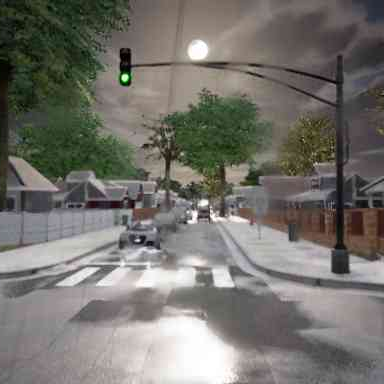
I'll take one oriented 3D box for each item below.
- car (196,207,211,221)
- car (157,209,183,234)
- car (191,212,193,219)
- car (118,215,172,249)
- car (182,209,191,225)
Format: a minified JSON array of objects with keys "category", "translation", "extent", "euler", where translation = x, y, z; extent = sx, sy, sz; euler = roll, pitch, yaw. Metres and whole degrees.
[{"category":"car","translation":[1.662,3.229,46.614],"extent":[1.837,1.490,4.892],"euler":[0,-2,2]},{"category":"car","translation":[-2.023,2.355,26.048],"extent":[1.882,1.535,5.008],"euler":[0,-2,2]},{"category":"car","translation":[-0.871,3.552,51.998],"extent":[1.895,1.301,4.718],"euler":[0,-3,2]},{"category":"car","translation":[-2.392,2.091,17.121],"extent":[1.994,1.385,4.181],"euler":[0,-2,3]},{"category":"car","translation":[-1.566,2.663,36.809],"extent":[2.097,1.767,4.553],"euler":[0,-2,3]}]
